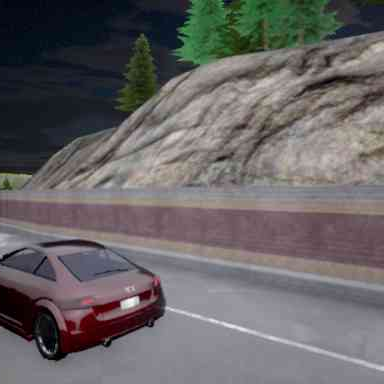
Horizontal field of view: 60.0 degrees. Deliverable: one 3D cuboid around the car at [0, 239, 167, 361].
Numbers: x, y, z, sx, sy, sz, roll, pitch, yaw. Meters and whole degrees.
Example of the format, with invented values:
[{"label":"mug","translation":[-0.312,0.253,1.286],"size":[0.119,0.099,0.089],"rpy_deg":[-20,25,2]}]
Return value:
[{"label":"car","translation":[-2.463,1.567,6.031],"size":[4.181,1.385,1.994],"rpy_deg":[0,0,38]}]
